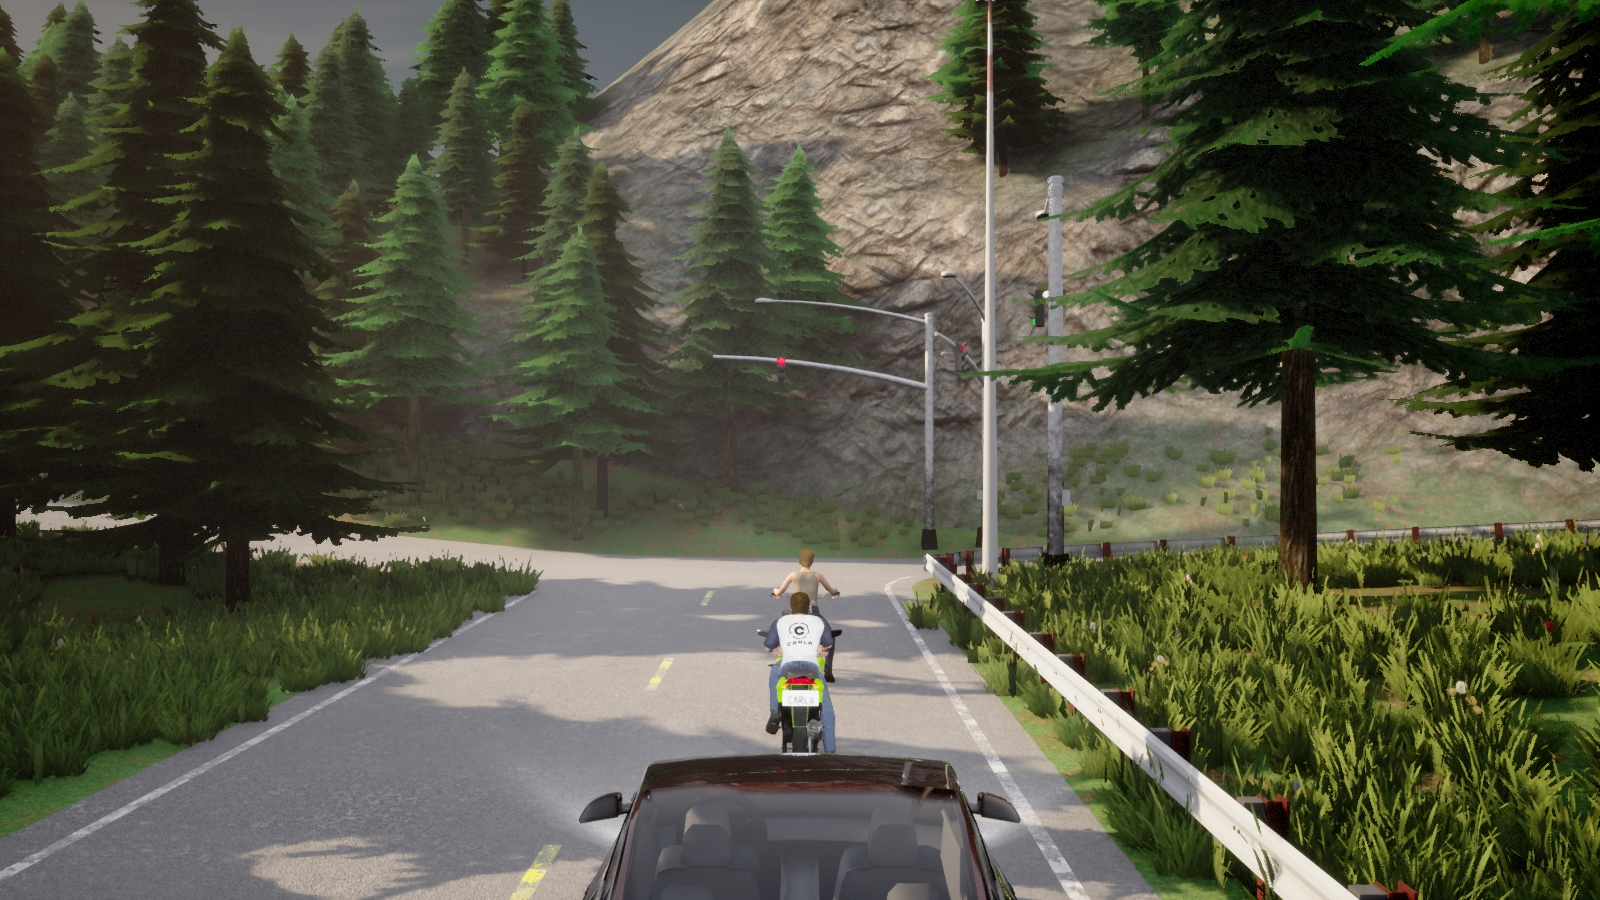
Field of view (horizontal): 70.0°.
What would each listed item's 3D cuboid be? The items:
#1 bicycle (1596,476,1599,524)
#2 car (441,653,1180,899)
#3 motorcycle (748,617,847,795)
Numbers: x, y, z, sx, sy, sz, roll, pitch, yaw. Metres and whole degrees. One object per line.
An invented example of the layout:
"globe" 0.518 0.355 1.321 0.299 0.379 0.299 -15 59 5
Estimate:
"bicycle" 21.726 1.355 29.474 1.835 1.471 0.329 -5 -2 26
"car" 0.029 2.063 5.012 2.163 1.488 4.792 0 0 0
"motorcycle" -0.020 2.213 10.238 0.803 1.145 2.033 0 0 0
